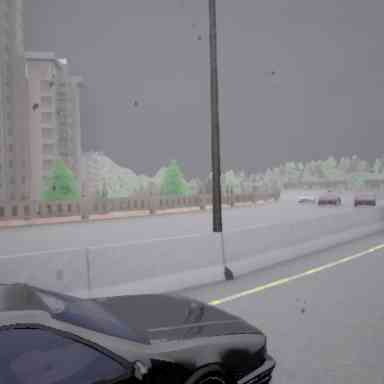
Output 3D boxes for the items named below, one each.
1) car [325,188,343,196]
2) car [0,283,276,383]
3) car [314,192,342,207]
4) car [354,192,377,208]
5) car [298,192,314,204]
[{"bbox_3d":[31.378,-0.023,73.661,2.128,1.511,4.902,-1,0,5],"label":"car"},{"bbox_3d":[-1.745,1.550,2.597,5.357,1.411,2.033,-2,1,-36],"label":"car"},{"bbox_3d":[15.241,0.798,36.667,1.882,1.535,5.008,-1,1,31],"label":"car"},{"bbox_3d":[18.037,0.760,34.548,1.882,1.535,5.008,-1,1,31],"label":"car"},{"bbox_3d":[15.137,0.800,43.596,1.812,1.442,4.674,-1,0,27],"label":"car"}]
